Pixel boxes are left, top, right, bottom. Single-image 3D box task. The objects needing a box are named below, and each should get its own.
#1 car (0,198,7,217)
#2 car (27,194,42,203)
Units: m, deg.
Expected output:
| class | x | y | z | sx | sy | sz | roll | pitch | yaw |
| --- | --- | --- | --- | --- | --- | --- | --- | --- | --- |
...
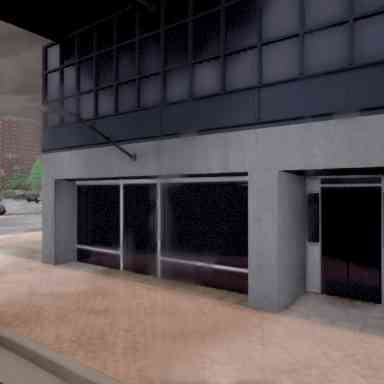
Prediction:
| class | x | y | z | sx | sy | sz | roll | pitch | yaw |
| --- | --- | --- | --- | --- | --- | --- | --- | --- | --- |
| car | -17.812 | 1.503 | 27.153 | 2.128 | 1.511 | 4.902 | 0 | 0 | 36 |
| car | -30.142 | 1.177 | 64.686 | 4.605 | 1.855 | 1.932 | 0 | 0 | 35 |
